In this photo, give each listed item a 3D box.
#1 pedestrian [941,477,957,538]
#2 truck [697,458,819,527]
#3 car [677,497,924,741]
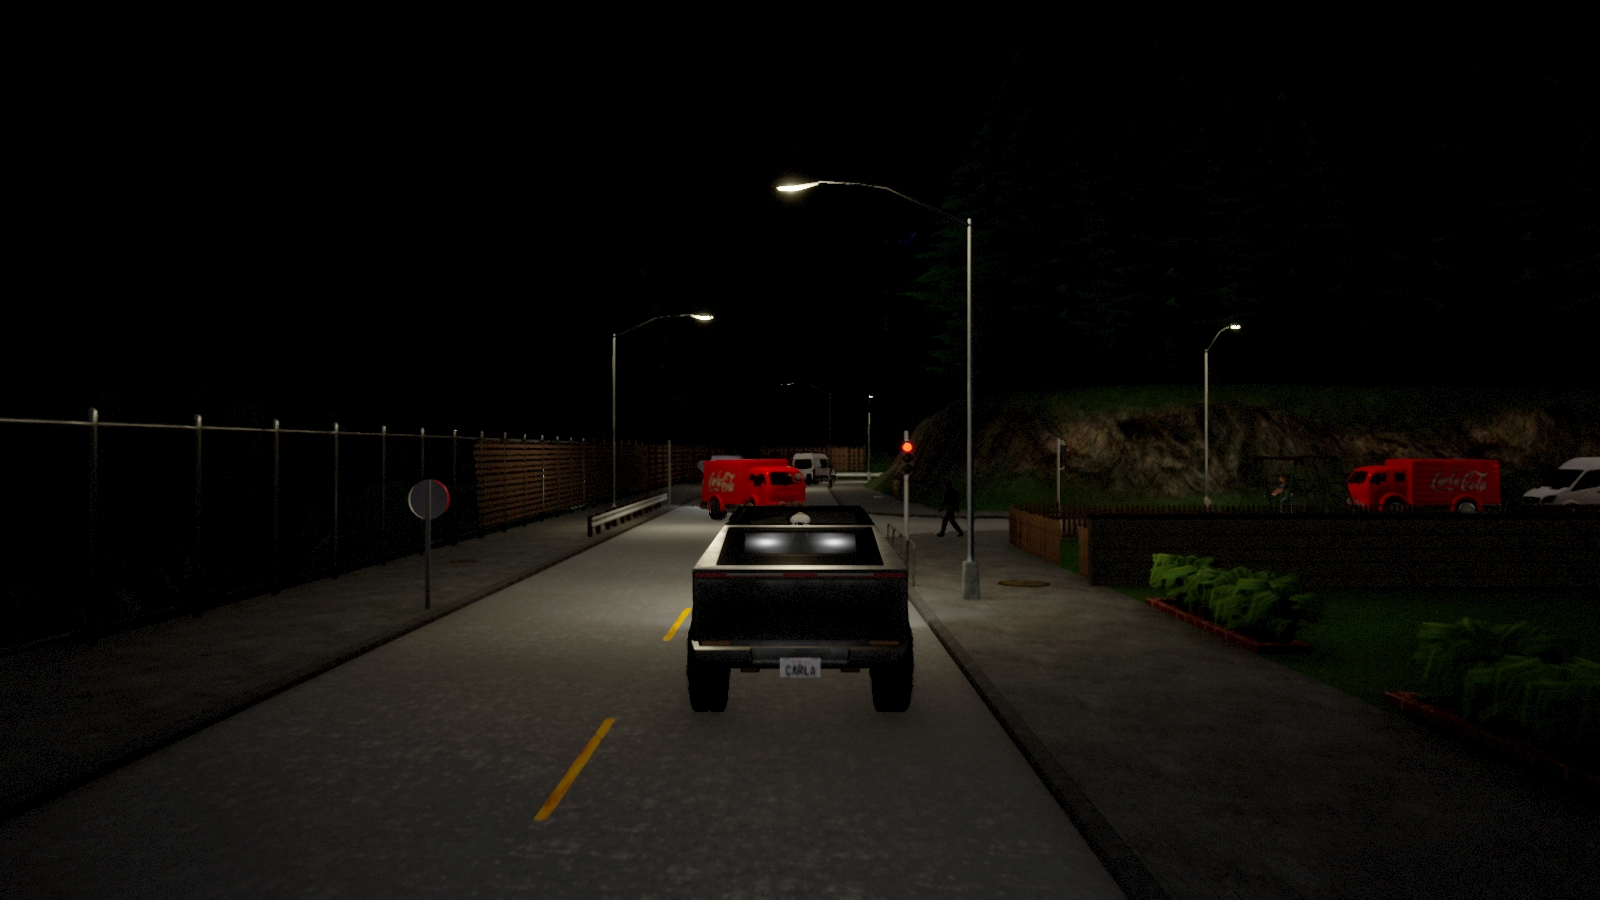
[{"bbox_3d":[4.579,1.762,35.074,0.375,1.860,0.375,0,0,-18],"label":"pedestrian"},{"bbox_3d":[-1.744,1.591,45.223,2.627,2.467,5.204,-1,0,-31],"label":"truck"},{"bbox_3d":[0.003,1.761,14.175,2.390,2.098,6.274,0,0,0],"label":"car"}]
